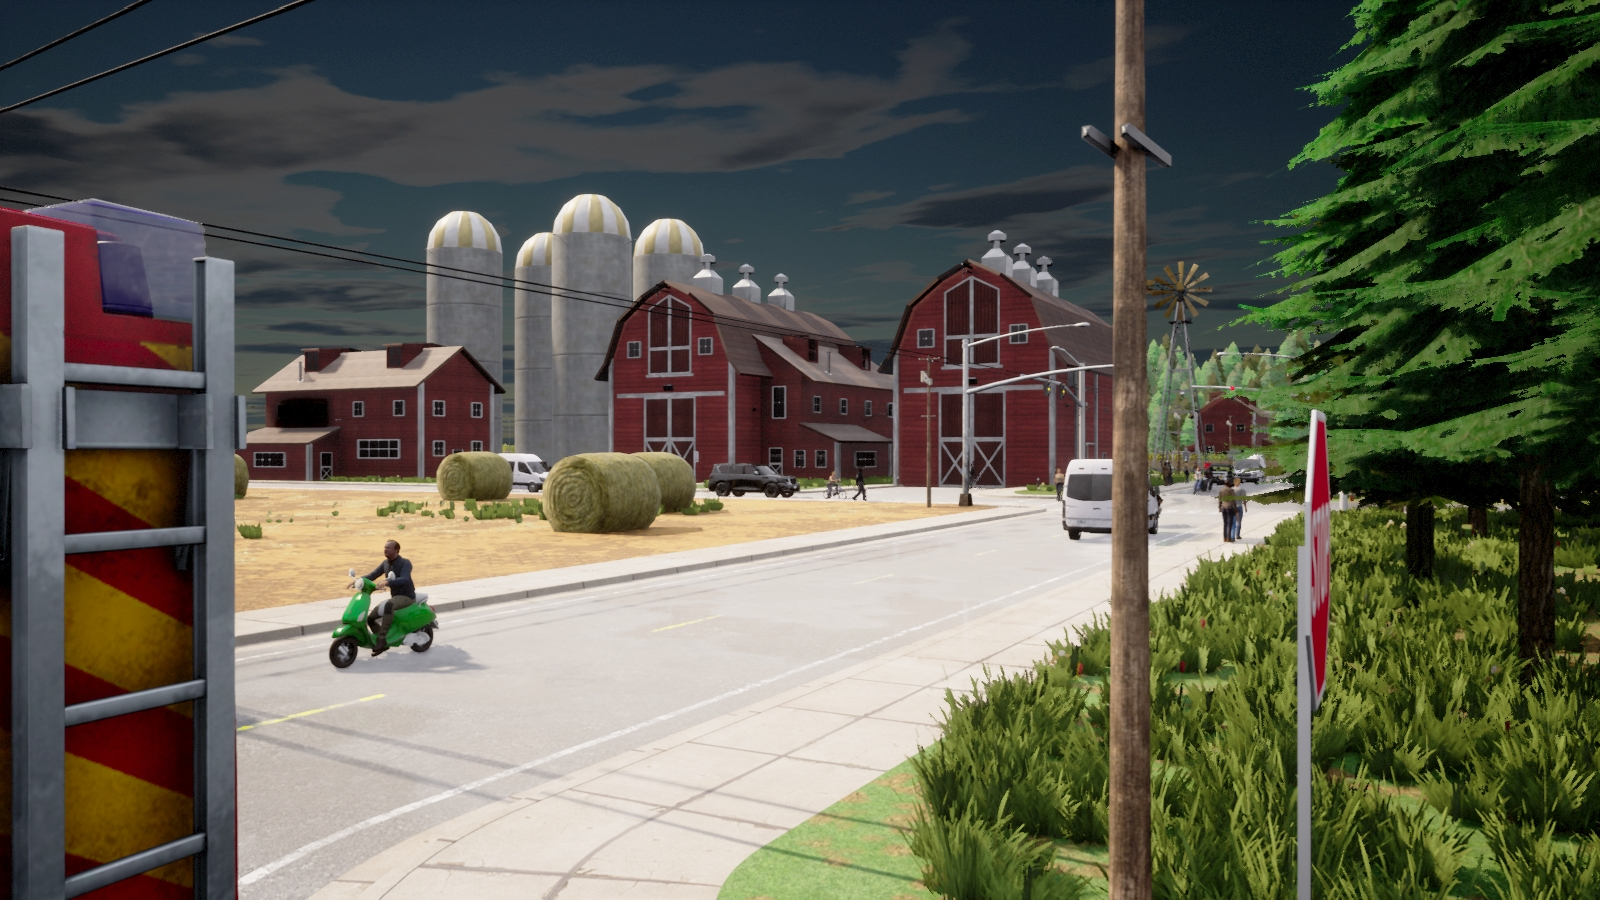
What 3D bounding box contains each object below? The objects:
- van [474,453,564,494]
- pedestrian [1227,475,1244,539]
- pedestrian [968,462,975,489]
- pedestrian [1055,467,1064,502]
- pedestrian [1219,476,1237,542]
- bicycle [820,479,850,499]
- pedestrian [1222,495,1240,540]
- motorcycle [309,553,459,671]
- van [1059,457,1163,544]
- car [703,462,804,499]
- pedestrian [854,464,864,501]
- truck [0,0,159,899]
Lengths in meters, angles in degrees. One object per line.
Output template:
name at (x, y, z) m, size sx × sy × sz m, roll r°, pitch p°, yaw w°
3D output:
van at (-18.528, 1.503, 75.347) m, size 5.915 × 2.561 × 1.988 m, roll 0°, pitch 1°, yaw 27°
pedestrian at (13.014, 1.696, 34.155) m, size 0.375 × 1.860 × 0.375 m, roll 0°, pitch 0°, yaw 41°
pedestrian at (11.582, 1.708, 76.990) m, size 0.375 × 1.860 × 0.375 m, roll 0°, pitch 0°, yaw 28°
pedestrian at (13.769, 1.825, 60.574) m, size 0.375 × 1.860 × 0.375 m, roll 0°, pitch 0°, yaw 29°
pedestrian at (12.345, 1.697, 32.959) m, size 0.375 × 1.860 × 0.375 m, roll 0°, pitch 0°, yaw -43°
bicycle at (1.980, 2.226, 64.720) m, size 1.487 × 1.080 × 0.859 m, roll 0°, pitch 0°, yaw 27°
pedestrian at (12.683, 1.978, 33.599) m, size 0.375 × 1.300 × 0.375 m, roll 0°, pitch 0°, yaw 43°
motorcycle at (-5.591, 2.144, 15.461) m, size 0.856 × 1.316 × 1.805 m, roll 0°, pitch 0°, yaw 28°
van at (10.243, 1.537, 37.290) m, size 1.988 × 2.561 × 5.915 m, roll 0°, pitch 0°, yaw 28°
car at (-2.743, 1.759, 67.168) m, size 5.566 × 2.045 × 2.150 m, roll 0°, pitch 0°, yaw 27°
pedestrian at (3.040, 1.676, 58.657) m, size 0.375 × 1.860 × 0.375 m, roll 0°, pitch 0°, yaw 31°
truck at (-6.175, 0.865, 3.496) m, size 8.468 × 3.827 × 2.891 m, roll 0°, pitch 0°, yaw 24°
